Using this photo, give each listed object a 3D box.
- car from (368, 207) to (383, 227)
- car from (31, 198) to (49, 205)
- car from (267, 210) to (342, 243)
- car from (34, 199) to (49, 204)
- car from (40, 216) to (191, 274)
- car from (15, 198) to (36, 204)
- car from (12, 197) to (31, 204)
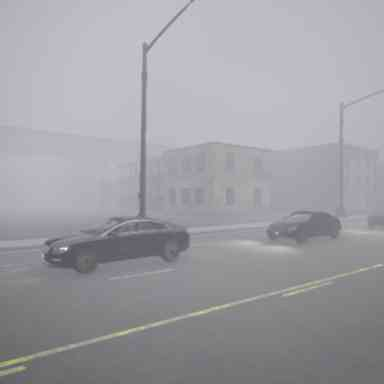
[{"bbox_3d":[14.132,1.662,23.149,5.008,1.535,1.882,0,0,-37],"label":"car"},{"bbox_3d":[-35.092,2.321,77.678,2.038,1.542,4.974,1,-1,-6],"label":"car"},{"bbox_3d":[5.858,1.680,17.041,4.674,1.442,1.812,0,0,-36],"label":"car"},{"bbox_3d":[-35.096,2.165,77.732,1.853,1.218,4.536,1,-1,-6],"label":"car"},{"bbox_3d":[-2.308,1.587,11.006,4.902,1.511,2.128,1,-1,-36],"label":"car"},{"bbox_3d":[-38.866,2.111,77.565,4.536,1.218,1.853,0,-1,24],"label":"car"},{"bbox_3d":[-38.820,2.268,77.542,4.974,1.542,2.038,0,-1,24],"label":"car"}]
